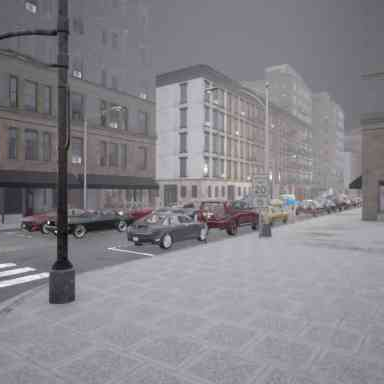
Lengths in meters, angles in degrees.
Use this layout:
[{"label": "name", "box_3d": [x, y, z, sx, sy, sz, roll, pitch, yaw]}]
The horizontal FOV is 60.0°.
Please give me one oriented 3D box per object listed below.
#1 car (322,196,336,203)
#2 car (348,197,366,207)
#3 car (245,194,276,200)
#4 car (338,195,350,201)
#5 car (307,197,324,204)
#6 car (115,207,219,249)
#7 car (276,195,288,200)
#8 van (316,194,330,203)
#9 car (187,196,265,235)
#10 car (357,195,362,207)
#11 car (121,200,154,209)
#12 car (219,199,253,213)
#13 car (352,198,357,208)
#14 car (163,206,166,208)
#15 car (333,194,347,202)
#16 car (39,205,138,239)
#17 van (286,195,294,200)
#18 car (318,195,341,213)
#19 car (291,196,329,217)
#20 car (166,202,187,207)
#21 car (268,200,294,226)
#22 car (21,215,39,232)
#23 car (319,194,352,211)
[{"label": "car", "box_3d": [29.851, 1.553, 72.313, 1.887, 1.381, 4.507, 0, 0, 35]}, {"label": "car", "box_3d": [27.085, 1.593, 54.421, 2.008, 1.369, 4.403, 0, 0, 35]}, {"label": "car", "box_3d": [6.403, 1.225, 34.512, 2.150, 2.045, 5.566, 0, 0, 35]}, {"label": "car", "box_3d": [39.183, 1.555, 85.590, 1.887, 1.381, 4.507, 0, 0, 35]}, {"label": "car", "box_3d": [23.630, 1.571, 63.461, 1.947, 1.339, 4.313, 0, 0, 35]}, {"label": "car", "box_3d": [-0.909, 1.575, 14.590, 2.008, 1.369, 4.403, 0, 0, 35]}, {"label": "car", "box_3d": [11.090, 1.521, 45.619, 1.752, 1.417, 4.829, 0, 0, 35]}, {"label": "van", "box_3d": [26.741, 1.348, 67.886, 1.690, 1.788, 3.998, 0, 0, 35]}, {"label": "car", "box_3d": [2.202, 1.341, 19.014, 2.192, 1.841, 5.009, 0, 0, 35]}, {"label": "car", "box_3d": [23.974, 1.606, 49.995, 1.947, 1.339, 4.313, 0, 0, 35]}, {"label": "car", "box_3d": [-4.364, 1.426, 23.629, 1.967, 1.590, 4.097, 0, 0, 35]}, {"label": "car", "box_3d": [4.967, 1.536, 36.907, 1.887, 1.381, 4.507, 0, 0, 35]}, {"label": "car", "box_3d": [20.864, 1.619, 45.569, 1.802, 1.307, 4.206, 0, 0, 35]}, {"label": "car", "box_3d": [-1.253, 1.539, 28.056, 2.008, 1.369, 4.403, 0, 0, 35]}, {"label": "car", "box_3d": [36.073, 1.325, 81.164, 2.192, 1.841, 5.009, 0, 0, 35]}, {"label": "car", "box_3d": [-5.329, 1.598, 17.843, 1.895, 1.301, 4.718, 0, 0, 32]}, {"label": "van", "box_3d": [14.299, 1.339, 50.183, 1.690, 1.788, 3.998, 0, 0, 35]}, {"label": "car", "box_3d": [14.643, 1.473, 36.717, 1.967, 1.590, 4.097, 0, 0, 35]}, {"label": "car", "box_3d": [11.533, 1.471, 32.292, 1.967, 1.590, 4.097, 0, 0, 35]}, {"label": "car", "box_3d": [0.430, 1.505, 26.041, 1.837, 1.490, 4.892, 0, 0, 35]}, {"label": "car", "box_3d": [5.410, 1.553, 23.580, 1.752, 1.417, 4.829, 0, 0, 35]}, {"label": "car", "box_3d": [-7.474, 1.529, 19.204, 1.887, 1.381, 4.507, 0, 0, 35]}, {"label": "car", "box_3d": [17.754, 1.350, 41.143, 2.192, 1.841, 5.009, 0, 0, 35]}]
